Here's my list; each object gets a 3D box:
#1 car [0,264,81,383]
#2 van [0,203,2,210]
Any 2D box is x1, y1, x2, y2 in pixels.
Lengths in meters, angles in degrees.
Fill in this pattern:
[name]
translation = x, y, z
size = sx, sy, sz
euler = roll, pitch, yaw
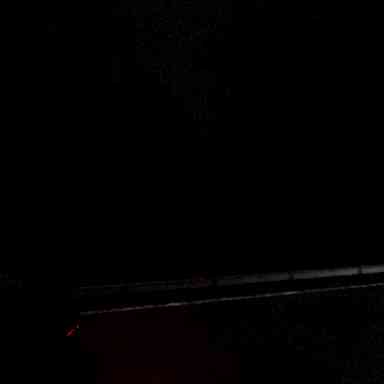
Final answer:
[car]
translation = -3.680, 1.480, 3.620
size = 4.674, 1.442, 1.812
euler = 0, 0, -17
[van]
translation = -47.723, 3.788, 81.474
size = 1.878, 1.987, 4.442
euler = 1, -2, -1
